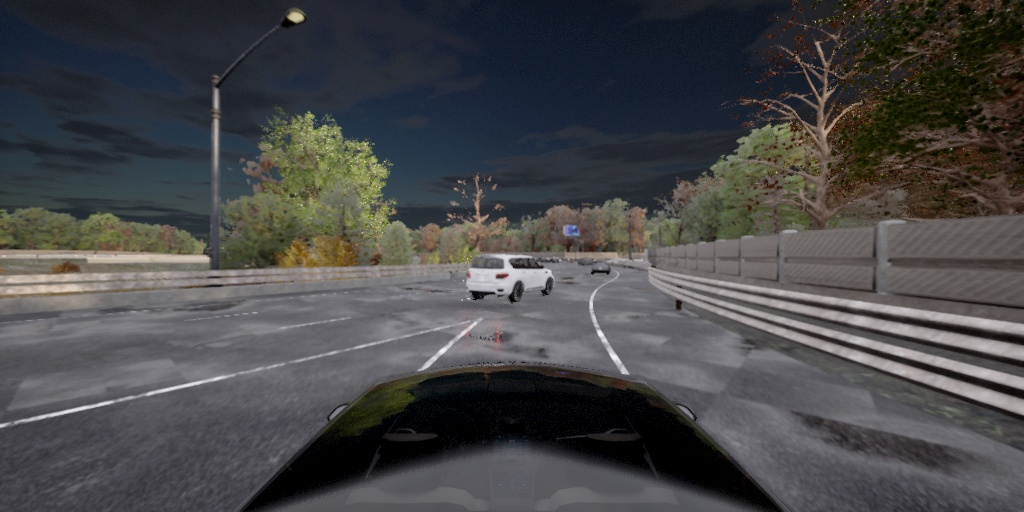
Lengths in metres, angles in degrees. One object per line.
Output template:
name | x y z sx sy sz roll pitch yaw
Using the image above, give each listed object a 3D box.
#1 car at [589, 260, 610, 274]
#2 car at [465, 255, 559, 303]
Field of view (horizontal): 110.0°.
car | 10.322 1.346 41.568 1.994 1.385 4.181 0 0 16
car | 0.086 0.962 16.804 2.150 2.045 5.566 1 0 29
